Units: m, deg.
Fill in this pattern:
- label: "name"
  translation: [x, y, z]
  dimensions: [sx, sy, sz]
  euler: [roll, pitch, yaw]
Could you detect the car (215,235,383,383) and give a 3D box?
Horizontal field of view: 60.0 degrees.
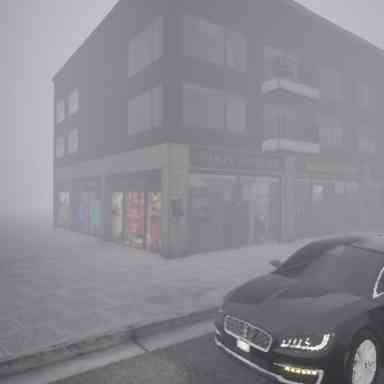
- label: "car"
  translation: [2.557, 1.505, 5.221]
  dimensions: [4.892, 1.490, 1.837]
  euler: [0, 0, -36]
